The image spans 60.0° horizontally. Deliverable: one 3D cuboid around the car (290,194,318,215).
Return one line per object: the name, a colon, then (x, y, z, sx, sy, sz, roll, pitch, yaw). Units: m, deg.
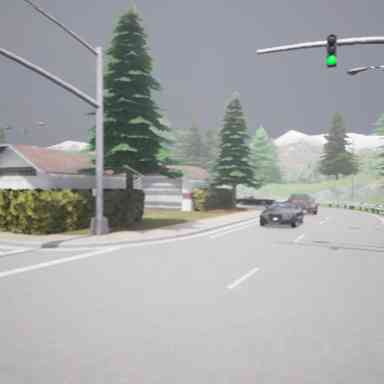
car: (9.496, 0.944, 28.940, 2.097, 1.767, 4.553, 0, 1, 10)

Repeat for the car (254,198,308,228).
car: (5.466, 1.275, 19.982, 1.994, 1.385, 4.181, 1, 1, 27)

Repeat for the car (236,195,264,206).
car: (7.510, 1.037, 38.900, 4.718, 1.301, 1.895, 1, 1, 43)
